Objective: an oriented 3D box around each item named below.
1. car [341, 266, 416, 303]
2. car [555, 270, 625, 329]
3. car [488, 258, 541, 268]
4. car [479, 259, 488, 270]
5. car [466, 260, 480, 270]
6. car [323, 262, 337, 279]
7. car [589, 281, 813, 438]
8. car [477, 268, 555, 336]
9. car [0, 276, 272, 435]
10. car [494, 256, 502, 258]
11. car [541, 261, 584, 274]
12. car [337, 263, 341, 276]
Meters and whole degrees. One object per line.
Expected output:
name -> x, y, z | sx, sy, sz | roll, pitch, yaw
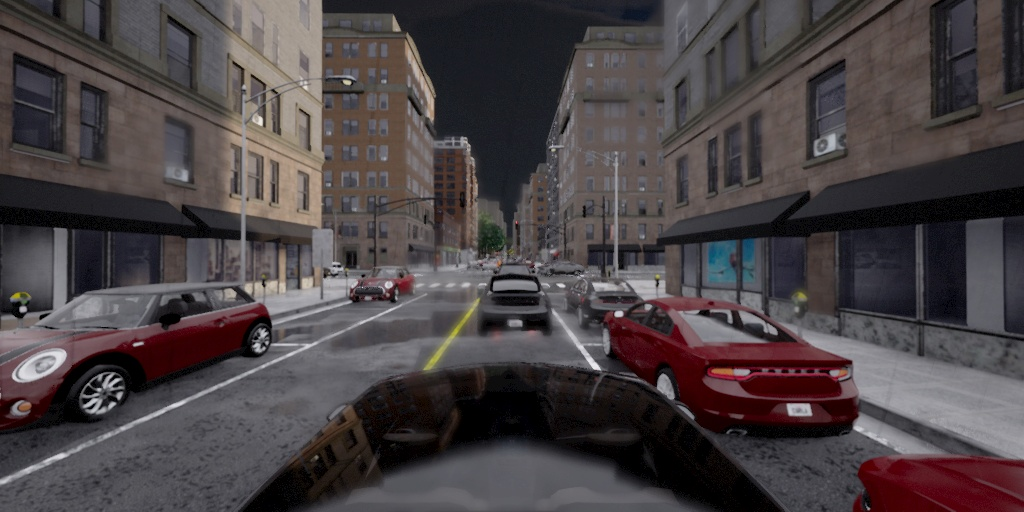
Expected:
car -> -5.840, 1.198, 16.555 | 1.967, 1.591, 4.097 | 0, 0, 0
car -> 2.680, 1.305, 11.057 | 2.007, 1.370, 4.403 | 0, 0, 0
car -> 0.115, 1.111, 17.895 | 2.097, 1.767, 4.553 | 0, 0, 0
car -> -3.142, 1.401, 50.931 | 1.895, 1.301, 4.718 | 0, 0, 0
car -> -5.929, 1.358, 54.916 | 2.007, 1.370, 4.403 | 0, 0, 0
car -> -17.485, 1.134, 29.330 | 5.008, 1.535, 1.882 | 0, 0, -2
car -> 2.674, 1.297, 5.566 | 1.888, 1.381, 4.507 | 0, 0, 0
car -> 0.055, 1.259, 10.385 | 1.837, 1.490, 4.892 | 0, 0, -1
car -> -5.853, 1.191, 5.568 | 1.967, 1.591, 4.097 | 0, 0, 0
car -> -3.193, 1.173, 60.903 | 2.097, 1.767, 4.553 | 0, 0, 0
car -> 4.657, 1.266, 34.844 | 4.902, 1.511, 2.128 | 1, -1, -19
car -> -18.377, 0.902, 32.572 | 5.566, 2.045, 2.150 | 0, 0, -1
